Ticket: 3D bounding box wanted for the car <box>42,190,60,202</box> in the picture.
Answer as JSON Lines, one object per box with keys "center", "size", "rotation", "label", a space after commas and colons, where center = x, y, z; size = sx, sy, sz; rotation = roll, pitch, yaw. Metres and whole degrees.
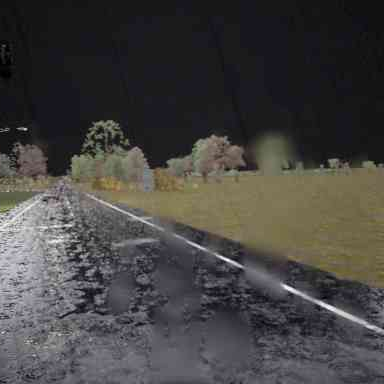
{"center": [-17.624, 0.412, 41.724], "size": [2.033, 1.411, 5.357], "rotation": [-3, 3, -21], "label": "car"}
